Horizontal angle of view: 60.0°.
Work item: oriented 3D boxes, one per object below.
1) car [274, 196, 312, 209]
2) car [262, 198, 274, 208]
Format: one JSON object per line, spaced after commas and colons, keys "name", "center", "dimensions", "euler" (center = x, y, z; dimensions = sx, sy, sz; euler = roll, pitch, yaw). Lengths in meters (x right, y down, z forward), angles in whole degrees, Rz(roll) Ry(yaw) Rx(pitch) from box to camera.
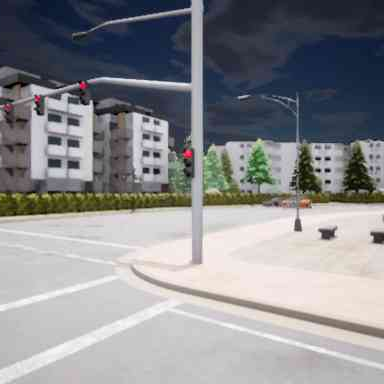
{"name": "car", "center": [13.741, 1.368, 44.413], "dimensions": [4.553, 1.767, 2.097], "euler": [0, 0, -28]}
{"name": "car", "center": [12.177, 1.526, 47.562], "dimensions": [4.892, 1.490, 1.837], "euler": [1, -1, -28]}
